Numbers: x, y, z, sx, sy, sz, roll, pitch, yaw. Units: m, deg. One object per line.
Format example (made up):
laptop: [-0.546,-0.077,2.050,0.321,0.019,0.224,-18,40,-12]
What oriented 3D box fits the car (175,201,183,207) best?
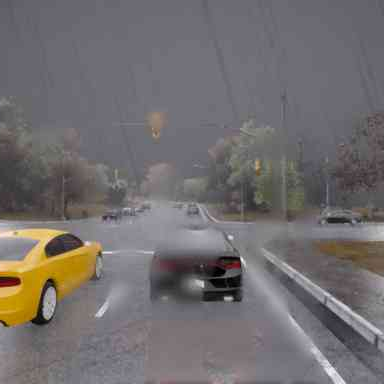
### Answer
car: [-3.440,3.158,86.702,1.994,1.385,4.181,0,0,-3]

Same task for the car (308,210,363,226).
car: [13.575,2.424,31.560,4.902,1.511,2.128,0,-2,-3]

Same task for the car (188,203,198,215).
car: [0.220,3.231,59.843,2.128,1.511,4.902,0,0,0]

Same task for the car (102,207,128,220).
car: [-10.519,2.998,44.711,2.033,1.411,5.357,0,-2,1]

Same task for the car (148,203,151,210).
car: [-10.346,3.223,75.267,2.033,1.411,5.357,0,0,0]

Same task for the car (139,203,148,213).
car: [-10.408,3.240,64.686,2.128,1.511,4.902,0,0,1]

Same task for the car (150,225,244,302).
car: [0.102,1.565,8.490,1.882,1.535,5.008,0,-1,0]

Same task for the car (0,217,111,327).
car: [-3.406,1.542,7.248,1.882,1.535,5.008,0,-1,0]

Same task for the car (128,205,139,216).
car: [-10.472,3.206,54.581,1.812,1.442,4.674,0,-1,0]

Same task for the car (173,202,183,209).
car: [-3.343,3.176,76.633,1.837,1.490,4.892,0,0,0]
